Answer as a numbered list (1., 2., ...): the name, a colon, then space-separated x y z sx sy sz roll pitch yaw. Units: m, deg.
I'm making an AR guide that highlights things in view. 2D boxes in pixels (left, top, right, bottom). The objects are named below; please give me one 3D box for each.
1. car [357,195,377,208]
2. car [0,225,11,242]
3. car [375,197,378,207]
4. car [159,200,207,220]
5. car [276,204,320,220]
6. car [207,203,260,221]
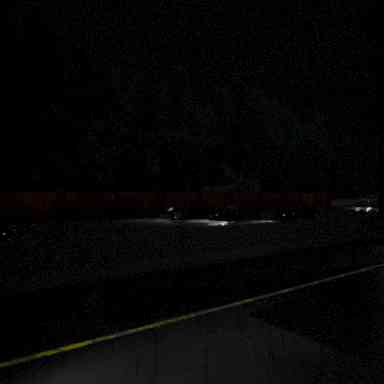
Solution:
1. car: 30.016 1.542 56.744 2.150 2.045 5.566 0 0 43
2. car: -8.580 1.550 10.850 4.674 1.442 1.812 1 0 -36
3. car: 31.171 1.816 52.774 1.837 1.490 4.892 1 1 43
4. car: -0.737 1.477 29.686 4.553 1.767 2.097 0 0 -37
5. car: 9.069 1.709 28.391 4.181 1.385 1.994 0 0 -38
6. car: 3.899 1.659 28.752 4.674 1.442 1.812 1 0 -37
